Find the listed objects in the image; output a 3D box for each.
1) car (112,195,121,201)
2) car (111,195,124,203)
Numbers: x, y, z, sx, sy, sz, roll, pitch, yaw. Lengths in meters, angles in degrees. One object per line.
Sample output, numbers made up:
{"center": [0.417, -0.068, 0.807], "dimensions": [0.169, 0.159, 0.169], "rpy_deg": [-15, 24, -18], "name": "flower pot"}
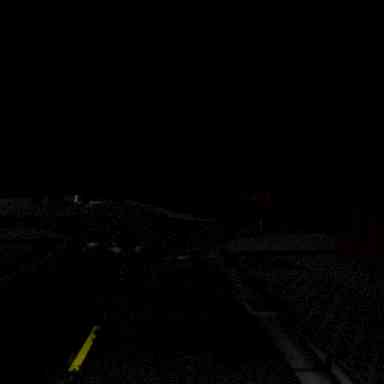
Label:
{"center": [-17.561, 1.355, 76.934], "dimensions": [1.837, 1.490, 4.892], "rpy_deg": [0, 0, -15], "name": "car"}
{"center": [-14.779, 1.452, 66.890], "dimensions": [1.882, 1.535, 5.008], "rpy_deg": [0, 0, -15], "name": "car"}
